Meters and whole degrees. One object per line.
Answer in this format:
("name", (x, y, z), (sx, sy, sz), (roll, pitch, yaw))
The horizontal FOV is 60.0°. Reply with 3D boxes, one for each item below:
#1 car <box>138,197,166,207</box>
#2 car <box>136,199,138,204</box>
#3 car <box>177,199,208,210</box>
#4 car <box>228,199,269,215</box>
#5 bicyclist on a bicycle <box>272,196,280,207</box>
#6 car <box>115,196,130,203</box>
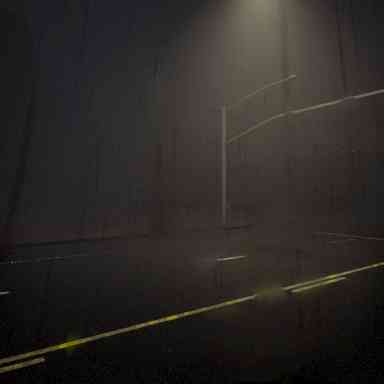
("car", (-5.821, 1.478, 50.833), (1.882, 1.535, 5.008), (0, 0, -35))
("car", (-8.638, 1.564, 61.031), (1.994, 1.385, 4.181), (0, 0, -35))
("car", (0.045, 1.601, 42.607), (1.895, 1.301, 4.718), (0, 0, -36))
("car", (5.830, 1.491, 34.508), (2.128, 1.511, 4.902), (0, 0, -36))
("bicyclist on a bicycle", (11.471, 1.303, 45.507), (1.656, 1.620, 0.582), (0, 0, -36))
("car", (-14.451, 1.468, 69.080), (1.812, 1.442, 4.674), (0, 0, -36))
